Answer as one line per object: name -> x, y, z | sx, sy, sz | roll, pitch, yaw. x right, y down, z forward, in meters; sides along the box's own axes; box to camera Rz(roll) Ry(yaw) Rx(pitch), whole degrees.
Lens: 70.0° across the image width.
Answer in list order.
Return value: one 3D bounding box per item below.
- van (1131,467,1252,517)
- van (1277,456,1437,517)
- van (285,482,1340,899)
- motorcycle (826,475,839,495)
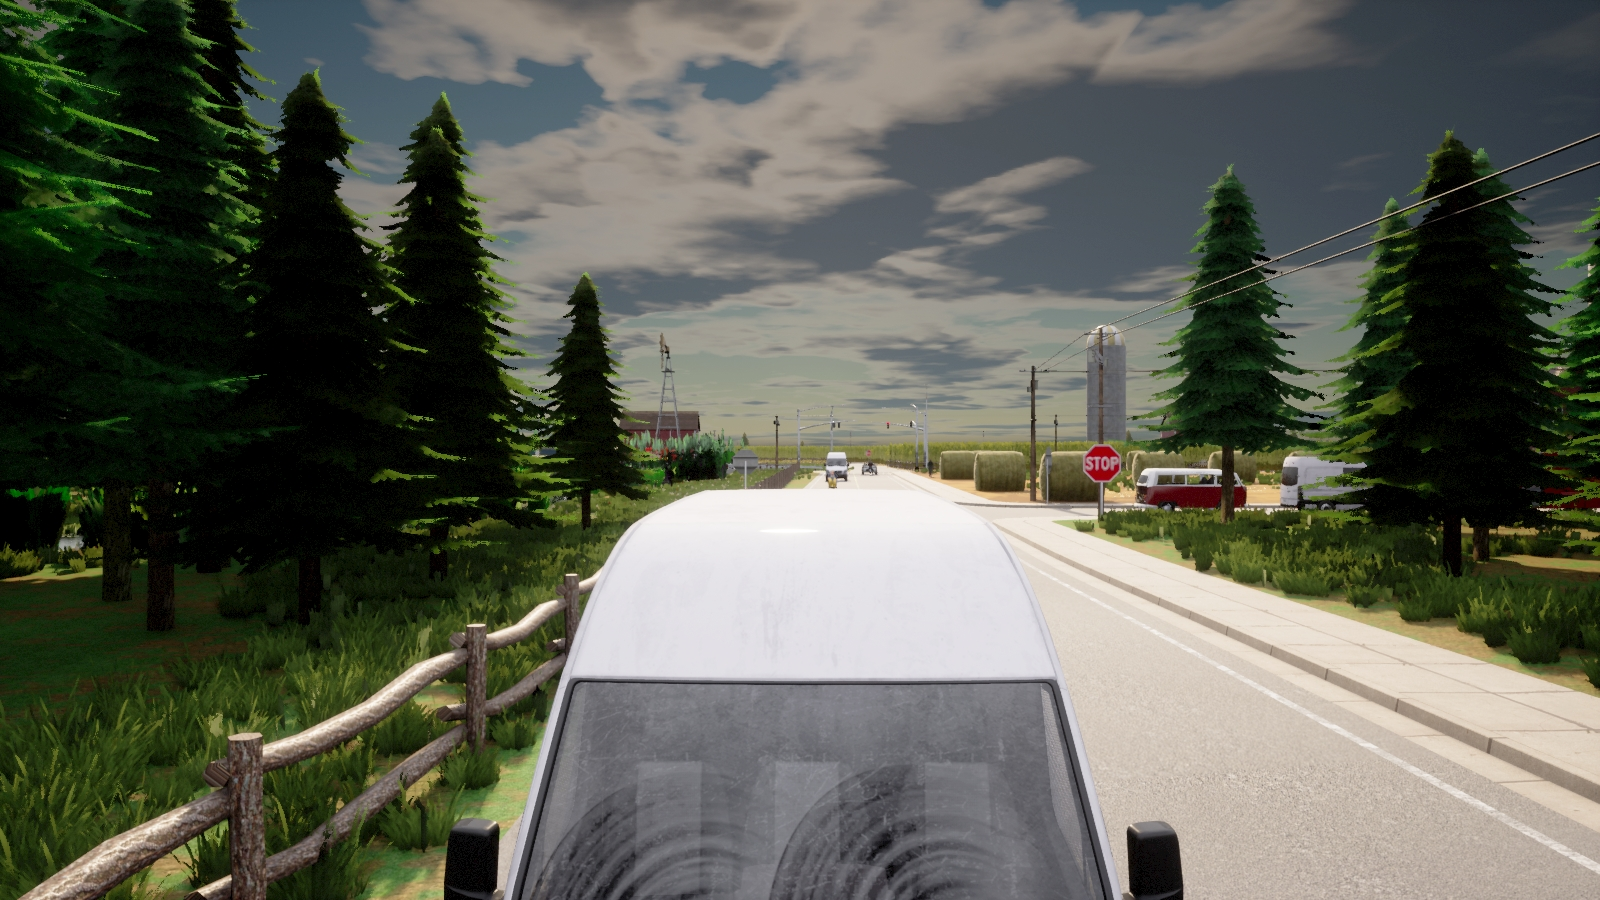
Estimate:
van -> 16.767, 1.783, 49.041 | 4.480, 2.038, 2.069 | 0, 0, 0
van -> 23.869, 1.535, 49.092 | 5.915, 2.561, 1.988 | 0, 0, -1
van -> 0.056, 1.508, 5.110 | 1.988, 2.561, 5.915 | 0, 0, 1
motorcycle -> 1.986, 2.151, 70.144 | 0.803, 1.199, 2.033 | 0, 0, 2
